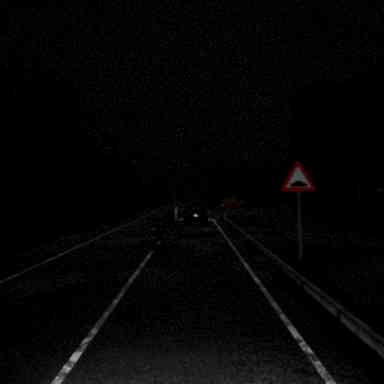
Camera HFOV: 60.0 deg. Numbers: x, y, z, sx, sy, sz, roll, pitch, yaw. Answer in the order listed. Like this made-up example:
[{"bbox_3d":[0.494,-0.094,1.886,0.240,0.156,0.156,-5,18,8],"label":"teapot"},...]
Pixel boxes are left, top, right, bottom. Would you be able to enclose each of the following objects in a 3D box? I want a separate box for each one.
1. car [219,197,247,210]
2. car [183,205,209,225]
[{"bbox_3d":[5.163,1.443,41.793,1.882,1.535,5.008,-6,-3,34],"label":"car"},{"bbox_3d":[0.278,1.651,24.950,2.033,1.411,5.357,0,0,1],"label":"car"}]
